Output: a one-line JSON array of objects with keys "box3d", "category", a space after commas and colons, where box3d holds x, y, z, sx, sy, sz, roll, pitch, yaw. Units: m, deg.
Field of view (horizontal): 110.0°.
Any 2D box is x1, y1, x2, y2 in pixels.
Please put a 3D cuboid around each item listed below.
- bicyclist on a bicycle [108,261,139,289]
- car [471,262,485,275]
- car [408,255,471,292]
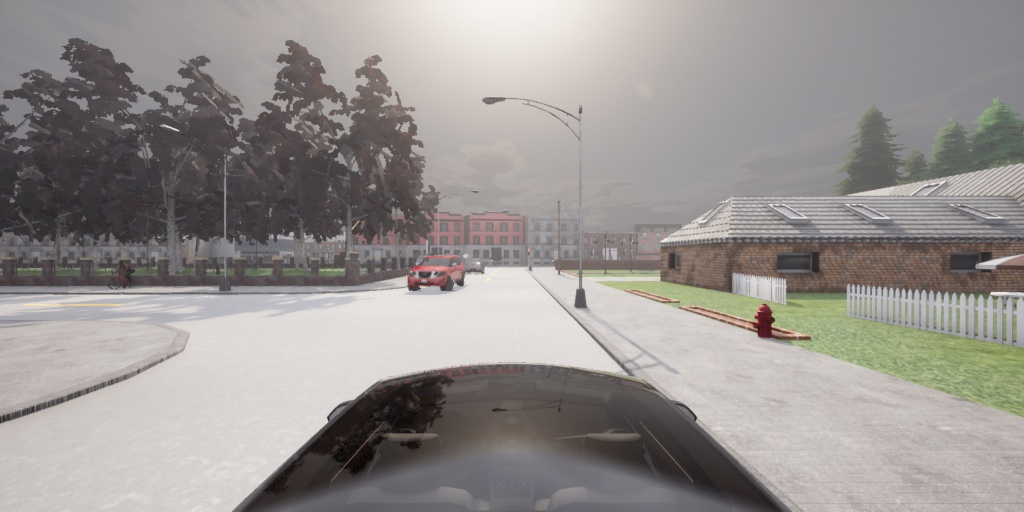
[{"box3d": [-22.639, 1.099, 20.917, 0.582, 1.620, 1.656, 0, 0, 0], "category": "bicyclist on a bicycle"}, {"box3d": [-4.090, 1.314, 39.521, 1.994, 1.385, 4.181, 0, 0, 0], "category": "car"}, {"box3d": [-4.344, 0.972, 21.687, 2.150, 2.045, 5.566, 0, 0, 6], "category": "car"}]
